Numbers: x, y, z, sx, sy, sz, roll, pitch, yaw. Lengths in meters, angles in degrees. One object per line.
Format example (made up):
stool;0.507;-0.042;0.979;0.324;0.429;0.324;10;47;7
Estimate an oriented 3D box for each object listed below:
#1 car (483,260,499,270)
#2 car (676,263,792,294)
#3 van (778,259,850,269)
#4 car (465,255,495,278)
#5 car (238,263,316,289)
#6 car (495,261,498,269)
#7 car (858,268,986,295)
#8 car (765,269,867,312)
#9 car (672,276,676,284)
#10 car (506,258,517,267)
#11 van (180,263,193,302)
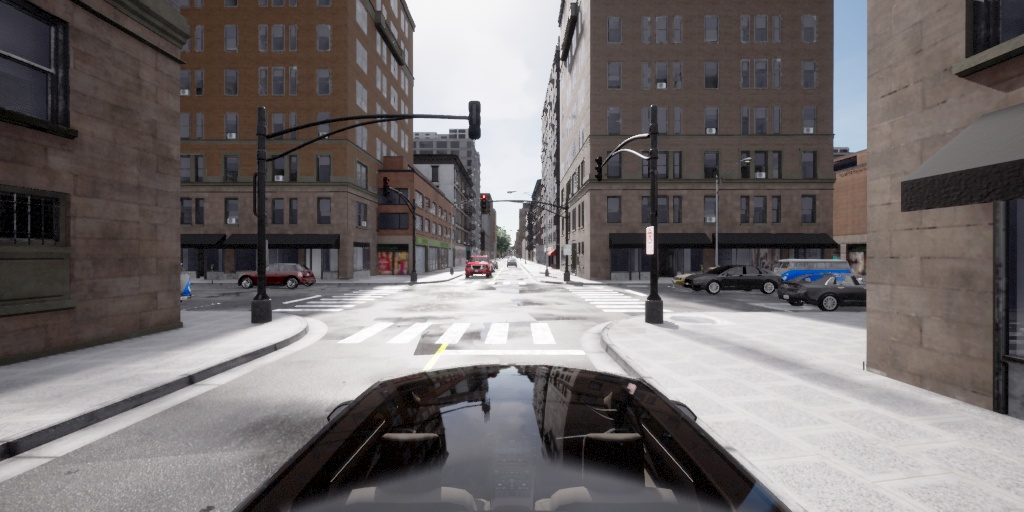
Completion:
car;-3.106;1.288;54.056;1.994;1.385;4.181;0;0;1
car;11.921;1.248;19.465;4.892;1.490;1.837;0;0;-1
van;18.253;1.080;21.959;3.998;1.789;1.690;0;0;1
car;-3.111;0.962;34.225;2.150;2.045;5.566;0;0;0
car;-14.611;1.172;22.287;4.097;1.591;1.967;0;0;1
car;-3.117;1.259;44.062;1.812;1.442;4.674;0;0;0
car;21.955;1.346;19.352;4.718;1.301;1.895;0;0;1
car;12.516;1.305;13.490;4.403;1.370;2.007;0;0;1
car;12.413;1.264;22.017;4.829;1.417;1.751;0;0;1
car;-0.026;1.260;63.766;2.033;1.411;5.357;0;0;0
van;-14.678;1.089;13.761;3.998;1.789;1.690;0;0;1
